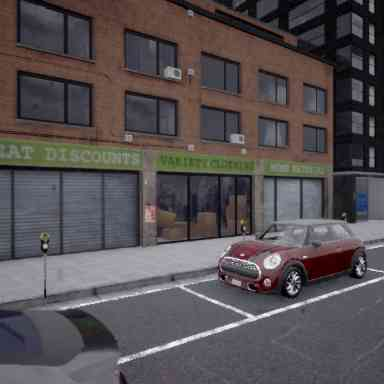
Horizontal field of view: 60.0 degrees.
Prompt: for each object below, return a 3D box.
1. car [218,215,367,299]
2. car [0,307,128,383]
[{"bbox_3d":[2.584,1.440,8.400,4.097,1.590,1.967,0,0,-36],"label":"car"},{"bbox_3d":[-2.663,1.491,1.472,4.902,1.511,2.128,0,0,-36],"label":"car"}]
